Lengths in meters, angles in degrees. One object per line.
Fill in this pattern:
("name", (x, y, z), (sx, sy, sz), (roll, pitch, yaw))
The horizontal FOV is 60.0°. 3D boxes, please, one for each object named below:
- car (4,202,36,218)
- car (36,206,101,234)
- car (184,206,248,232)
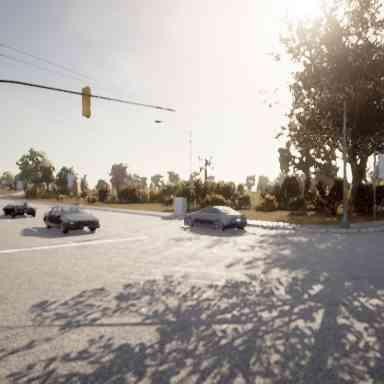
("car", (-15.569, 1.597, 30.080), (1.895, 1.301, 4.718), (0, 0, -39))
("car", (-7.305, 1.543, 19.779), (2.033, 1.411, 5.357), (0, 0, -39))
("car", (1.375, 1.554, 20.309), (1.994, 1.385, 4.181), (0, 0, -39))
